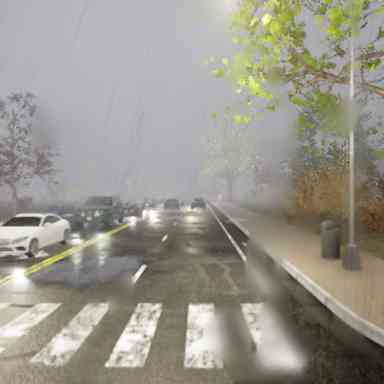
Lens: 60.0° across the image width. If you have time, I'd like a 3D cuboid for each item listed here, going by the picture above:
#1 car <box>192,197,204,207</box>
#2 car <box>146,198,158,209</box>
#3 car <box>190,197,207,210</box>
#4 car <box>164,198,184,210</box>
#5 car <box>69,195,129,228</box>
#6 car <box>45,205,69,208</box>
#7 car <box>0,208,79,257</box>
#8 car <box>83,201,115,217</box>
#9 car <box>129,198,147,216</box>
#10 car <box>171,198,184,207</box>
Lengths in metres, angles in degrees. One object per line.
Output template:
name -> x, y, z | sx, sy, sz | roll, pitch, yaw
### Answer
car -> 1.003, 1.510, 52.632 | 1.837, 1.490, 4.892 | 0, 0, 1
car -> -5.683, 1.518, 44.850 | 2.128, 1.511, 4.902 | 0, 0, 2
car -> 0.795, 1.521, 42.214 | 1.837, 1.490, 4.892 | 0, 0, 1
car -> -2.454, 1.500, 42.279 | 1.882, 1.535, 5.008 | 0, 0, 1
car -> -6.181, 1.260, 22.944 | 2.150, 2.045, 5.566 | 0, 0, 1
car -> -9.418, 1.592, 23.341 | 2.033, 1.411, 5.357 | 0, 0, 1
car -> -6.375, 1.566, 13.245 | 1.812, 1.442, 4.674 | 0, 0, 1
car -> -9.219, 1.604, 33.273 | 1.994, 1.385, 4.181 | 0, 0, 2
car -> -5.985, 1.599, 32.758 | 1.994, 1.385, 4.181 | 0, 0, 1
car -> -2.245, 1.612, 52.731 | 1.895, 1.301, 4.718 | 0, 0, 1
